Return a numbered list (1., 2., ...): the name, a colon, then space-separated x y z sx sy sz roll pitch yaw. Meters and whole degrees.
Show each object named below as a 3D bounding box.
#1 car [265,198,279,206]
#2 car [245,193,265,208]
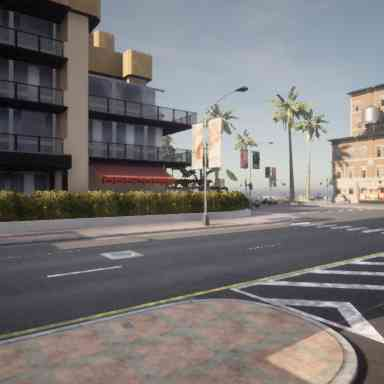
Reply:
1. car: 11.813 1.599 54.388 1.895 1.301 4.718 0 0 -35
2. car: 7.433 1.220 48.093 2.150 2.045 5.566 0 0 -35
